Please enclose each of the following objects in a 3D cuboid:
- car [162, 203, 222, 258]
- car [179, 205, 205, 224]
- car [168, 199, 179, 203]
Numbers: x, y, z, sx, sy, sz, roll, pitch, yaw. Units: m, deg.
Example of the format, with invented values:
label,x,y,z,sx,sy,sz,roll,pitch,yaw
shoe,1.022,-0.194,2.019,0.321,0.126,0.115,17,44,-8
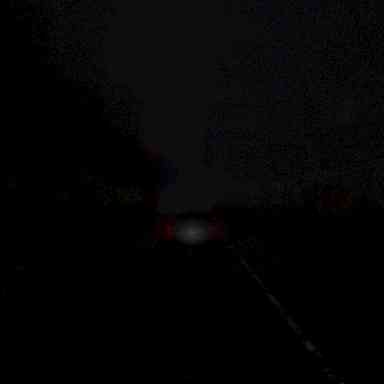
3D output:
label,x,y,z,sx,sy,sz,roll,pitch,yaw
car,0.019,1.481,13.411,2.097,1.767,4.553,0,-1,0
car,0.016,1.834,28.383,1.994,1.385,4.181,0,0,1
car,-3.535,2.072,64.519,1.882,1.535,5.008,0,0,1
